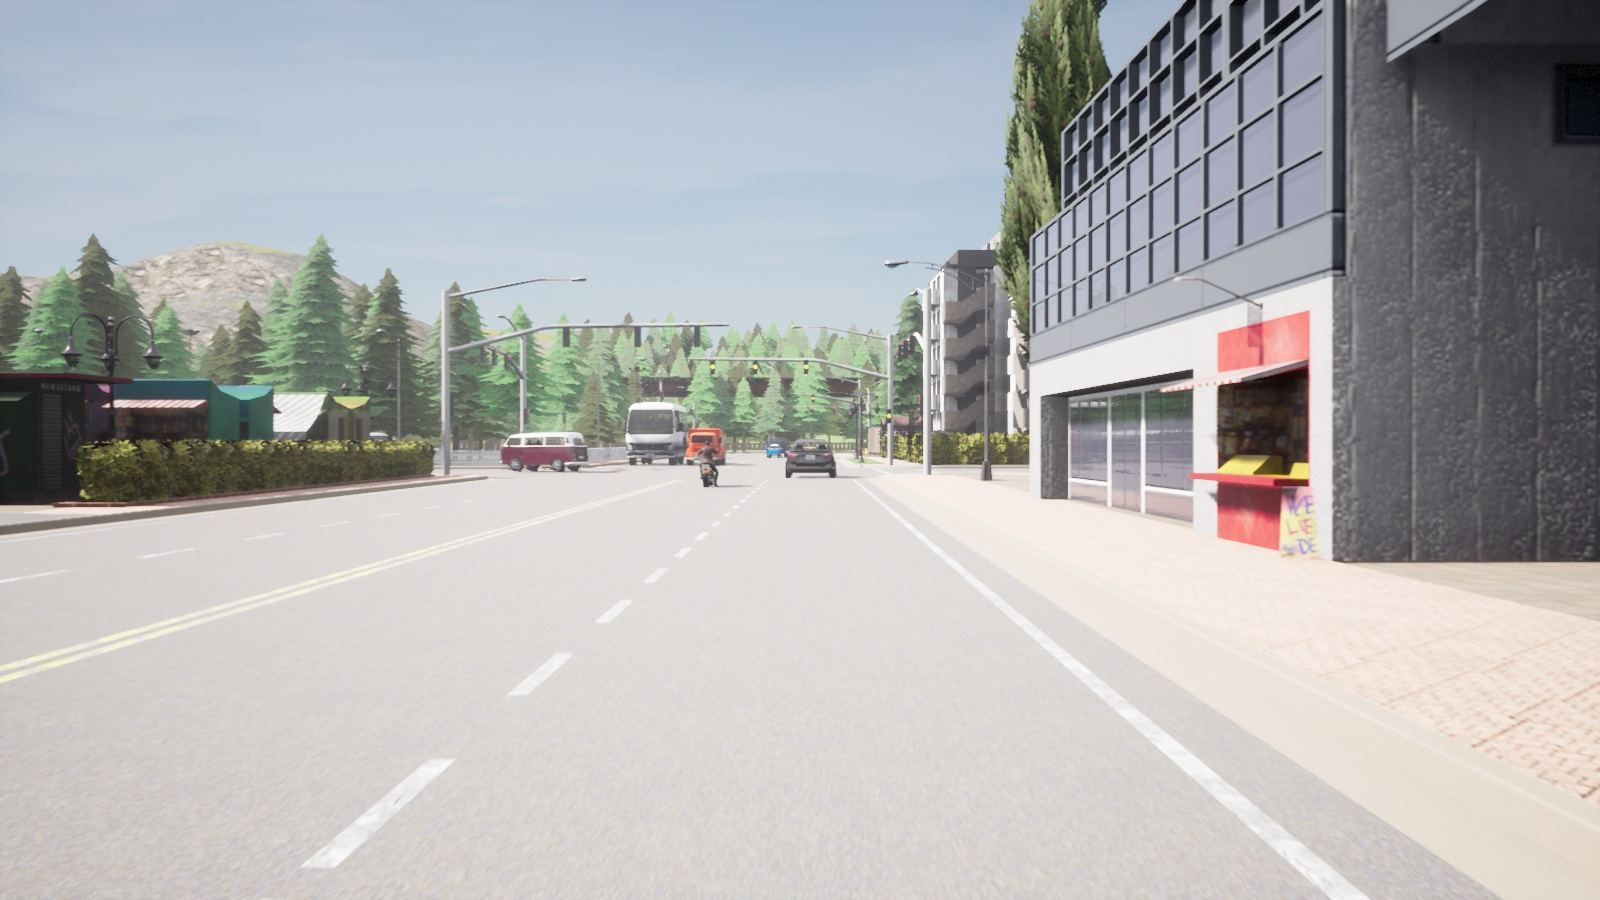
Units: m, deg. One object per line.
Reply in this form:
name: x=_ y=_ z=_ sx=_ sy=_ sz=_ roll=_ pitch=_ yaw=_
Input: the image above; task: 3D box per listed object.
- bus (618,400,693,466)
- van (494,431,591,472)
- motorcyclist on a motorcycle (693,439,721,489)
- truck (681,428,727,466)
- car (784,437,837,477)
bus: x=-9.791 y=-1.125 z=86.454 sx=3.944 sy=4.253 sz=10.273 roll=0 pitch=0 yaw=0
van: x=-13.203 y=0.095 z=64.426 sx=4.480 sy=2.038 sz=2.069 roll=0 pitch=0 yaw=20
motorcyclist on a motorcycle: x=-3.142 y=0.453 z=42.804 sx=0.766 sy=1.649 sz=2.350 roll=0 pitch=0 yaw=0
truck: x=-6.317 y=-0.215 z=83.279 sx=2.627 sy=2.467 sz=5.204 roll=0 pitch=0 yaw=0
car: x=0.456 y=0.281 z=55.092 sx=2.242 sy=1.667 sz=4.611 roll=0 pitch=0 yaw=0
